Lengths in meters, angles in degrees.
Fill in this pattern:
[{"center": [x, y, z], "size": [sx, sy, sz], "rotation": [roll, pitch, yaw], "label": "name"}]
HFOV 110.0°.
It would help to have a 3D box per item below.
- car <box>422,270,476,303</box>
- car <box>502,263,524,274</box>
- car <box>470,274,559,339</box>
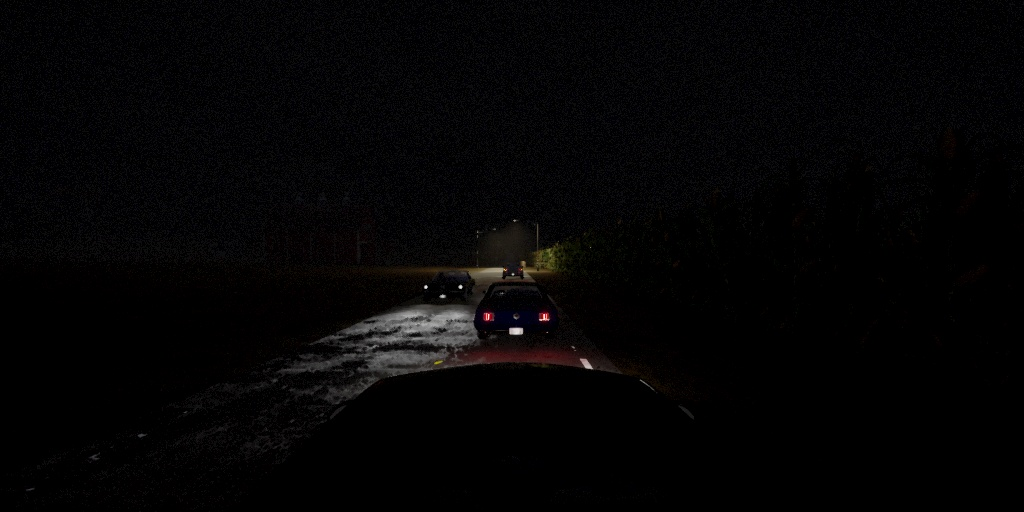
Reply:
[{"center": [-2.851, 1.364, 17.019], "size": [1.895, 1.301, 4.718], "rotation": [0, 0, 0], "label": "car"}, {"center": [0.095, 1.331, 32.600], "size": [1.812, 1.442, 4.674], "rotation": [0, 0, 0], "label": "car"}, {"center": [0.097, 1.356, 10.037], "size": [1.895, 1.301, 4.718], "rotation": [0, 0, 0], "label": "car"}]
